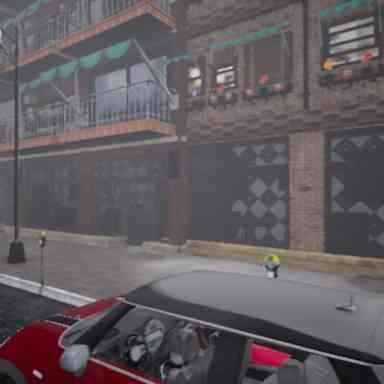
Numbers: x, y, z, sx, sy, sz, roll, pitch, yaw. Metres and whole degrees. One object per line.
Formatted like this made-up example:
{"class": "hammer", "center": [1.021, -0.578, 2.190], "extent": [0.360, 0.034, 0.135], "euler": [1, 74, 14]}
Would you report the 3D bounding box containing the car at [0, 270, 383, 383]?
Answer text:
{"class": "car", "center": [-0.031, 1.455, 2.890], "extent": [4.097, 1.590, 1.967], "euler": [-1, 0, 36]}
